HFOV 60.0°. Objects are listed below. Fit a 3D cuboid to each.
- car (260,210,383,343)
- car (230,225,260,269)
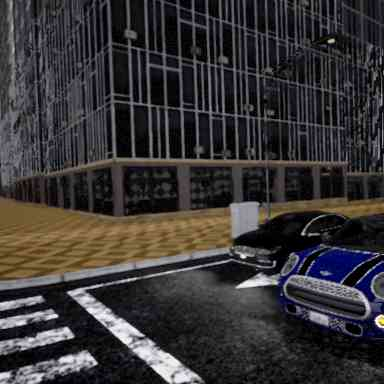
[{"bbox_3d":[3.694,1.235,6.273,4.553,1.767,2.097,-2,1,-36],"label":"car"},{"bbox_3d":[3.299,1.358,10.005,4.892,1.490,1.837,-2,1,-35],"label":"car"}]
